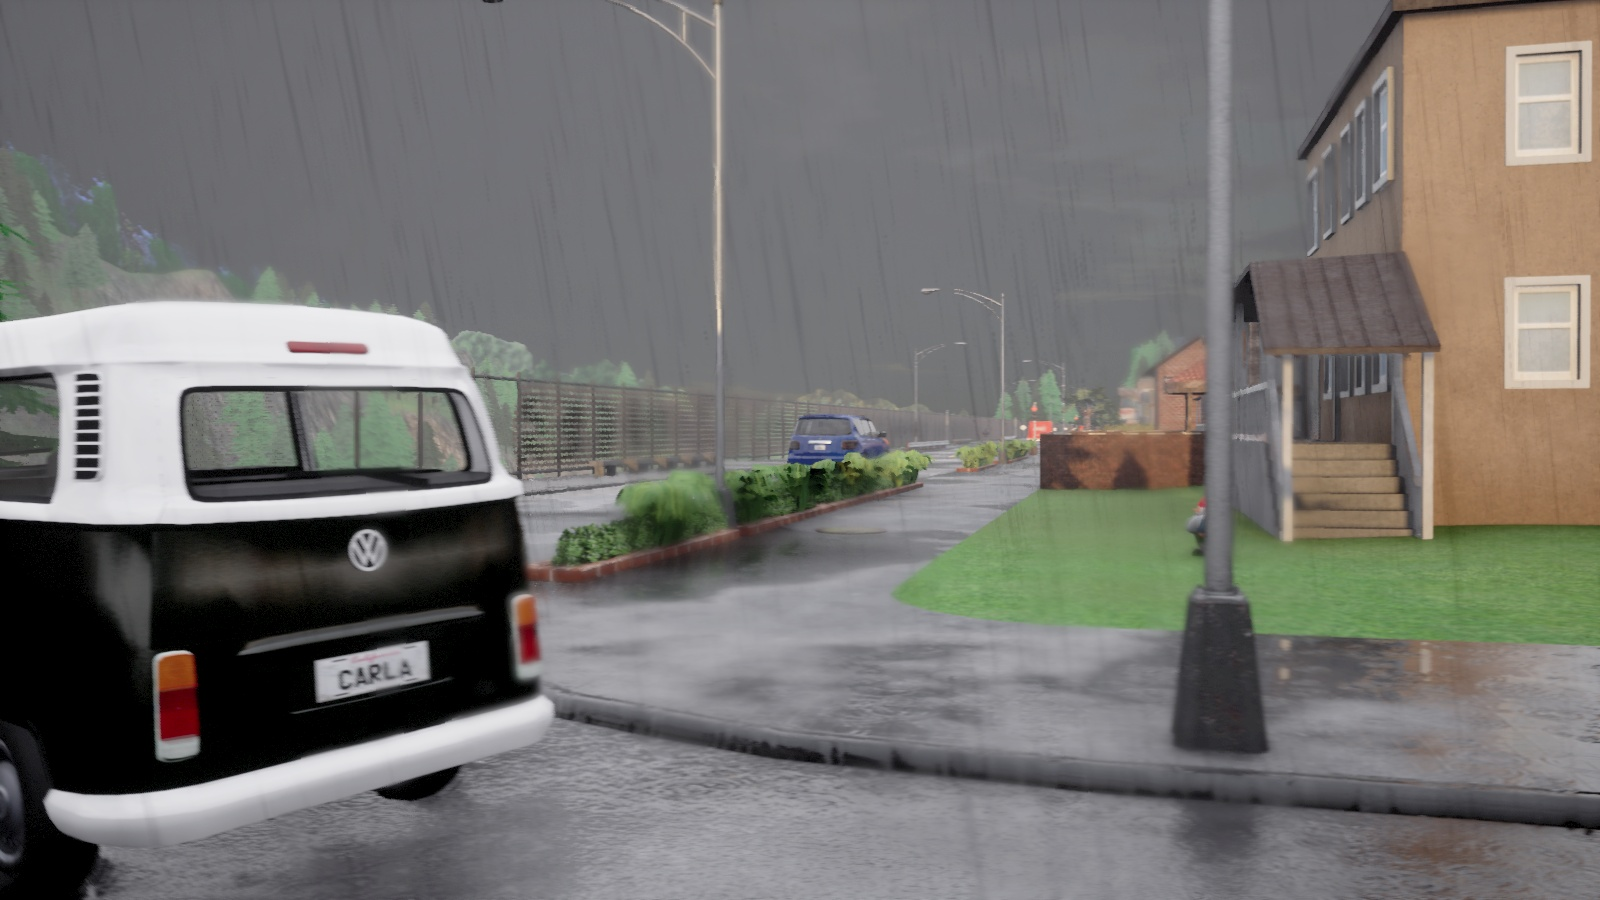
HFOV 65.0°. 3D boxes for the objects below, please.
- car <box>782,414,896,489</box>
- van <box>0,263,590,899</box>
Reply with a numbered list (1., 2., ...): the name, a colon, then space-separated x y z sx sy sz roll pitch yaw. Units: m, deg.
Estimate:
1. car: 1.264 -0.014 37.243 2.150 2.045 5.566 0 1 15
2. van: -3.273 0.451 5.658 4.480 2.038 2.069 1 2 38
